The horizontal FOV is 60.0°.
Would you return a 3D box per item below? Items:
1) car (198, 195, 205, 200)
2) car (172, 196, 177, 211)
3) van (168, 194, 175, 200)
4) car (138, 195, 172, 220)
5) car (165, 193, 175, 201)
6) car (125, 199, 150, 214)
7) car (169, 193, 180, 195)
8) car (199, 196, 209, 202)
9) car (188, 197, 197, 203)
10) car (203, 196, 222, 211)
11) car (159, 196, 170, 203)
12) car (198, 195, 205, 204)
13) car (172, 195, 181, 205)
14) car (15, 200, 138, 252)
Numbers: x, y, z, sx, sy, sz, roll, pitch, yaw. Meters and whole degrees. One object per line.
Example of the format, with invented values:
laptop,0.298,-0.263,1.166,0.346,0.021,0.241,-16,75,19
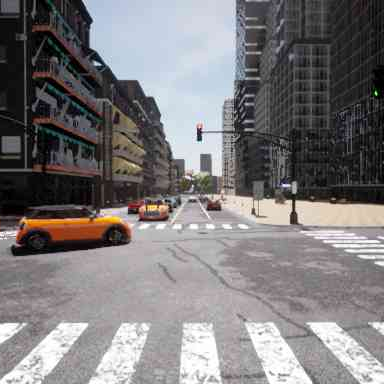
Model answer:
car,2.673,1.522,92.099,1.752,1.417,4.829,-1,0,0
car,-3.085,1.495,37.637,1.837,1.490,4.892,0,0,0
van,-5.677,1.338,91.873,1.690,1.788,3.998,-1,0,0
car,-3.091,1.344,27.639,2.097,1.767,4.553,0,0,0
car,-5.679,1.310,86.225,2.192,1.841,5.009,-1,0,0
car,-5.690,1.536,35.384,1.887,1.381,4.507,-1,0,0
car,-3.033,1.212,58.282,2.150,2.045,5.566,0,0,1
car,2.669,1.538,74.982,1.887,1.381,4.507,-1,0,0
car,0.128,1.593,69.719,1.895,1.301,4.718,0,0,0
car,2.658,1.535,41.088,1.887,1.381,4.507,-1,0,0
car,-5.680,1.574,69.278,1.802,1.307,4.206,-1,0,0
car,2.665,1.542,63.684,2.008,1.369,4.403,-1,0,0
car,-3.078,1.537,47.964,2.033,1.411,5.357,0,0,0
car,-4.952,1.338,14.179,4.553,1.767,2.097,-1,1,-30
